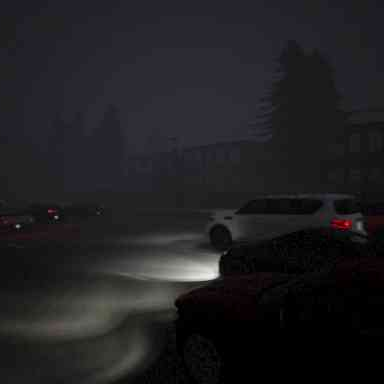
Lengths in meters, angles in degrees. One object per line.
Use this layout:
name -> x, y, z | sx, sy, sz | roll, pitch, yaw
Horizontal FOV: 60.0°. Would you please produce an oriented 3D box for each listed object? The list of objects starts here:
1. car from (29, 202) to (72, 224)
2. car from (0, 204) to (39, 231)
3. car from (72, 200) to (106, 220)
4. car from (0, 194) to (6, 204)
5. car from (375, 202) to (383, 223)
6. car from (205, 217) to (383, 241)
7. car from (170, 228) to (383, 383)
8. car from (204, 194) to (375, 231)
car -> -11.234, 1.515, 24.767 | 4.892, 1.490, 1.837 | -1, 1, 42
car -> -11.390, 1.644, 20.171 | 4.718, 1.301, 1.895 | -1, 1, 42
car -> -9.091, 1.449, 27.548 | 4.902, 1.511, 2.128 | -1, 1, 42
car -> -26.023, 1.344, 43.013 | 5.566, 2.045, 2.150 | -1, 1, 42
car -> 6.342, 1.159, 13.445 | 4.553, 1.767, 2.097 | -1, 1, 42
car -> 2.610, 1.469, 7.380 | 4.181, 1.385, 1.994 | -1, 1, 42
car -> 1.914, 1.420, 3.274 | 5.008, 1.535, 1.882 | -1, 1, 42
car -> 3.010, 1.092, 11.748 | 5.566, 2.045, 2.150 | -1, 0, 42
